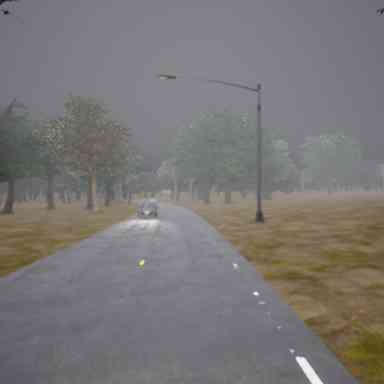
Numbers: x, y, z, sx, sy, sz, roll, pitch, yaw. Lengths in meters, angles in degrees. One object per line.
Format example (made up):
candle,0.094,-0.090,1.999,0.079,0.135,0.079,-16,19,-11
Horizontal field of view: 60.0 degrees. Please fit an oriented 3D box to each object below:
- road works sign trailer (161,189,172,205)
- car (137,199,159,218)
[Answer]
road works sign trailer,-5.706,1.148,74.729,2.380,3.560,2.880,0,-1,-9
car,-4.242,1.707,32.479,2.128,1.511,4.902,0,0,-4
